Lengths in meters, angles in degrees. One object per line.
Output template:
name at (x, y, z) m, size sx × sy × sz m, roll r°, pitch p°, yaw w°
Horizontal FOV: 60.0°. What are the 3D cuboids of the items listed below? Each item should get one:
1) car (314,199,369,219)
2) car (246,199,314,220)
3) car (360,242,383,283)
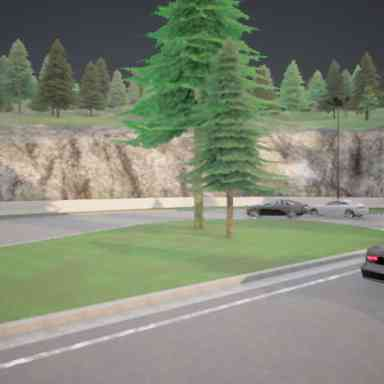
car at (11.870, 1.336, 27.220) m, size 1.812 × 1.442 × 4.674 m, roll 0°, pitch 0°, yaw -45°
car at (6.704, 1.336, 26.358) m, size 4.902 × 1.511 × 2.128 m, roll 0°, pitch 0°, yaw 27°
car at (6.239, 1.475, 8.163) m, size 5.357 × 1.411 × 2.033 m, roll -1°, pitch 0°, yaw -36°
